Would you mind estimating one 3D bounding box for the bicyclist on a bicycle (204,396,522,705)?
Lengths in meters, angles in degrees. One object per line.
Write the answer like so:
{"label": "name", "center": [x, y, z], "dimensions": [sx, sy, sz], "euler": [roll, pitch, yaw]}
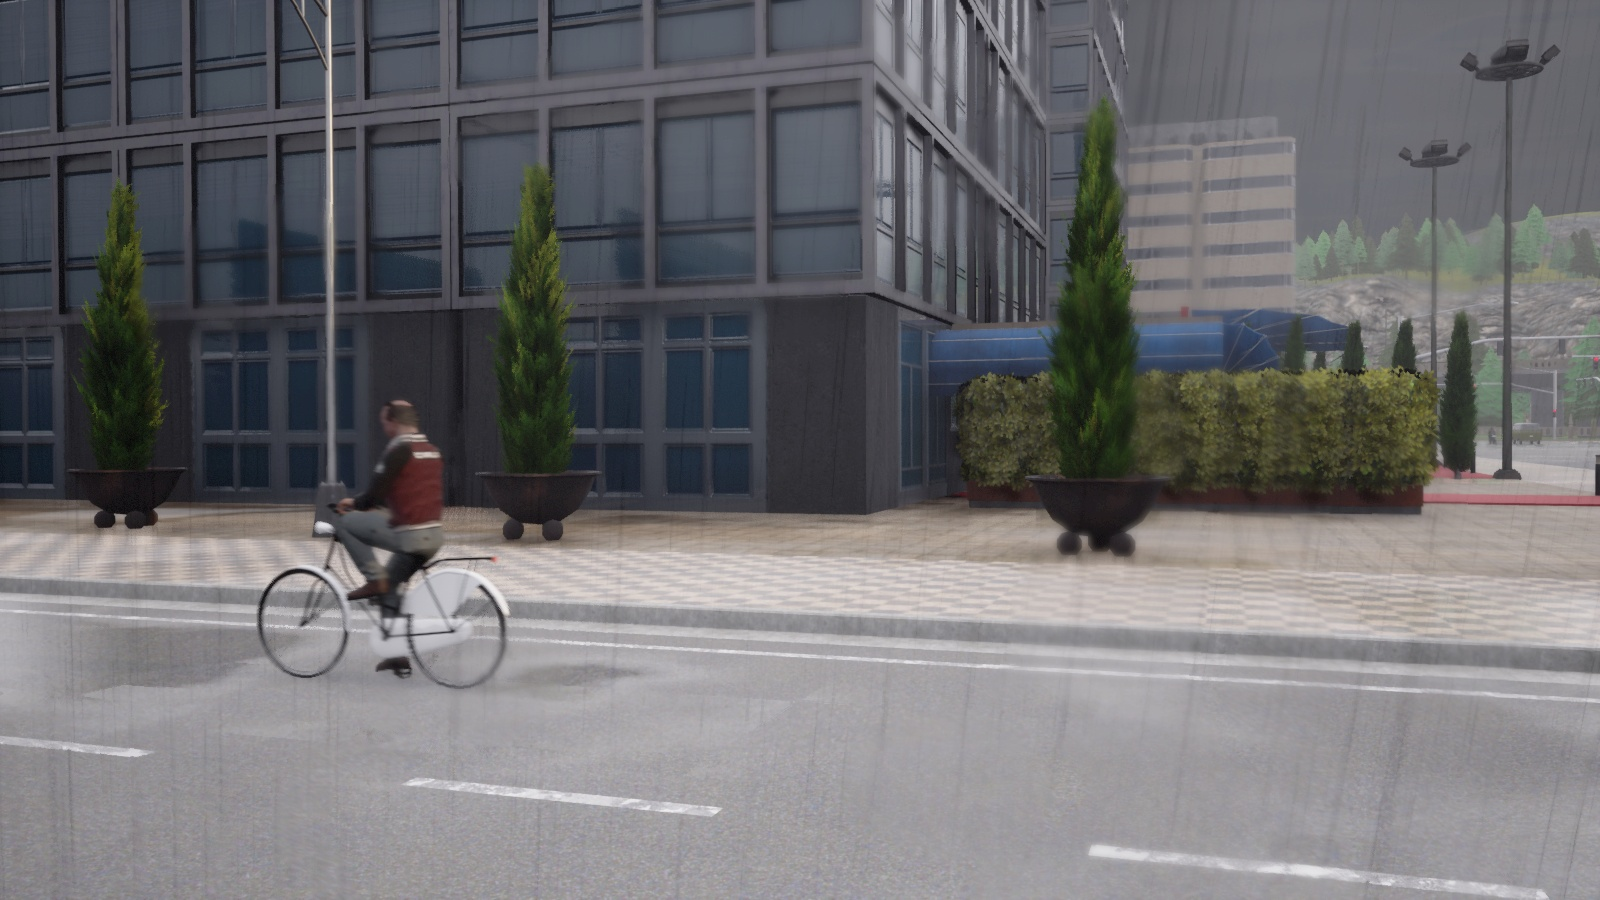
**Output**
{"label": "bicyclist on a bicycle", "center": [-2.710, 0.562, 7.797], "dimensions": [1.843, 1.776, 0.659], "euler": [1, 1, 19]}
